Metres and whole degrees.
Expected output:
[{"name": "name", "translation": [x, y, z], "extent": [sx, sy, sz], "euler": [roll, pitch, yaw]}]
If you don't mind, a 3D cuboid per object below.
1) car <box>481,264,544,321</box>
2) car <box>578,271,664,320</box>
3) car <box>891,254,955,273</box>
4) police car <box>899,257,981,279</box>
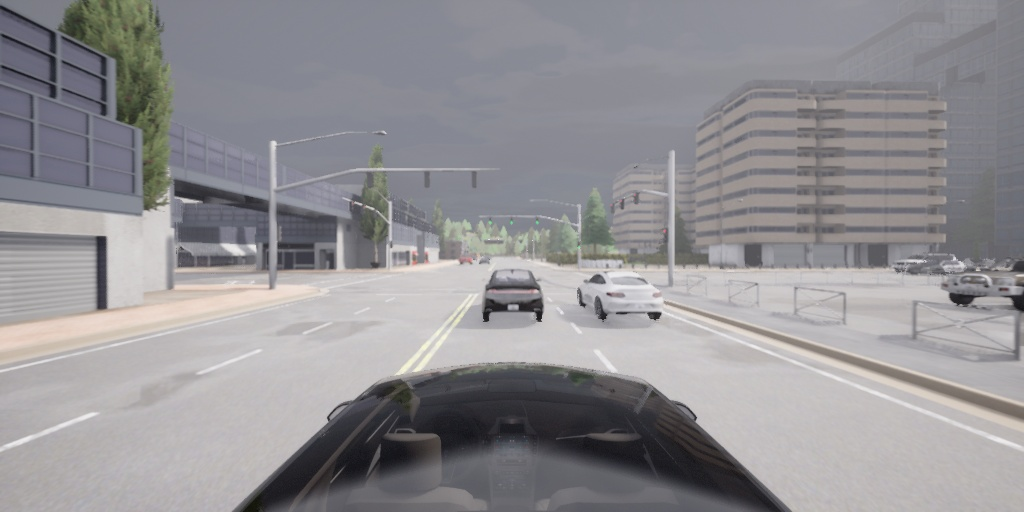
[{"name": "car", "translation": [0.006, 1.186, 12.232], "extent": [2.128, 1.511, 4.902], "euler": [0, 0, -1]}, {"name": "car", "translation": [3.504, 1.221, 12.184], "extent": [1.812, 1.442, 4.674], "euler": [0, 0, -1]}, {"name": "car", "translation": [43.223, 0.787, 37.529], "extent": [5.566, 2.045, 2.150], "euler": [0, 0, -1]}, {"name": "police car", "translation": [40.363, 1.086, 33.889], "extent": [4.974, 1.542, 2.038], "euler": [0, 0, -2]}]
